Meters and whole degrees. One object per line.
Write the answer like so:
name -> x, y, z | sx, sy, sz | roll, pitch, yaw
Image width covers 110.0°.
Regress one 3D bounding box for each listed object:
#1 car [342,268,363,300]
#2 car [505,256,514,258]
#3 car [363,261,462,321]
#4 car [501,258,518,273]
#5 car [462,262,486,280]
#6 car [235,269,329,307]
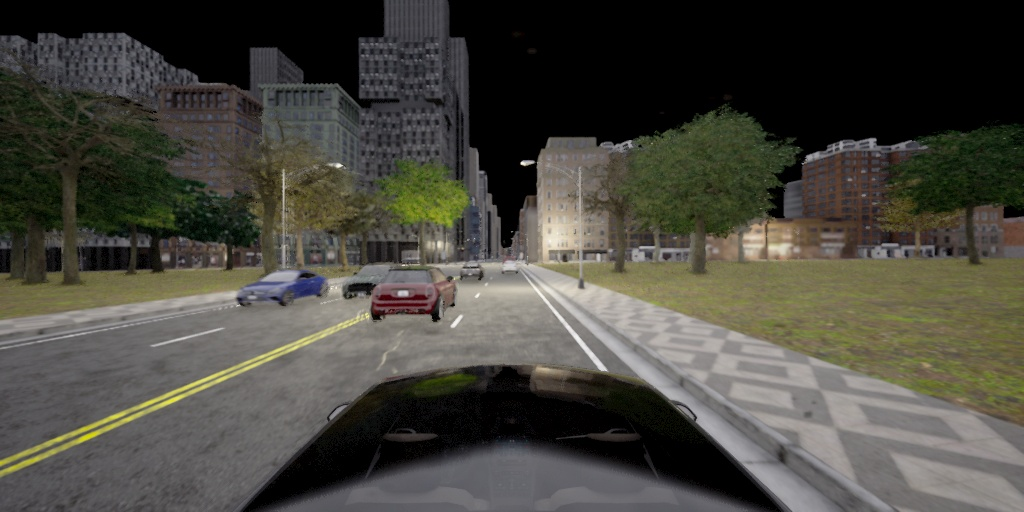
car -> -6.734, 1.150, 18.185 | 2.097, 1.767, 4.553 | 0, 0, 0
car -> -0.435, 1.042, 61.929 | 2.150, 2.045, 5.566 | 0, 0, 0
car -> -3.235, 1.125, 12.717 | 2.097, 1.767, 4.553 | 0, 0, -1
car -> -0.263, 1.311, 43.226 | 1.812, 1.442, 4.674 | 0, 0, -1
car -> -3.406, 1.282, 31.469 | 2.128, 1.511, 4.902 | 0, 0, -1
car -> -9.964, 1.342, 16.056 | 1.812, 1.442, 4.674 | 0, 0, 0
